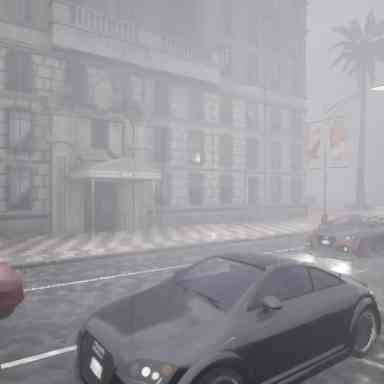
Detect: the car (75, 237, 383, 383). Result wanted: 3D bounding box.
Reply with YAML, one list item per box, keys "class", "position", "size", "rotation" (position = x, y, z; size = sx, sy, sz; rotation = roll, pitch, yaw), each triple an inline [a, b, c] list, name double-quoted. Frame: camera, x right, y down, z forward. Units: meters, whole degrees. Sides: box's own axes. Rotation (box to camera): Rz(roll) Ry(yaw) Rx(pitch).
- class: "car"
  position: [0.675, 1.564, 4.459]
  size: [4.181, 1.385, 1.994]
  rotation: [0, 0, -35]

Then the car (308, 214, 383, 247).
- class: "car"
  position: [6.272, 1.564, 12.697]
  size: [4.181, 1.385, 1.994]
  rotation: [0, 0, -35]

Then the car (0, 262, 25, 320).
- class: "car"
  position: [-5.091, 1.601, 4.663]
  size: [4.718, 1.301, 1.895]
  rotation: [0, 0, -35]
